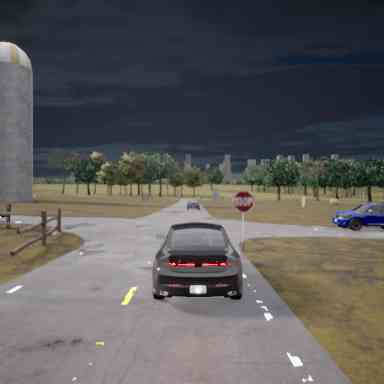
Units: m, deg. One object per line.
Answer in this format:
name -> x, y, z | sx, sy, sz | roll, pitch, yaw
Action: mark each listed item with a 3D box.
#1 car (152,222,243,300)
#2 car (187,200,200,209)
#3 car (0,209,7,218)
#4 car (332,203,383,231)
car -> 0.116, 1.520, 8.427 | 1.837, 1.490, 4.892 | 0, 0, 0
car -> 0.201, 1.947, 52.061 | 1.812, 1.442, 4.674 | 0, -1, 0
car -> -15.217, 1.187, 21.950 | 5.357, 1.411, 2.033 | 2, 0, 0
car -> 13.473, 1.842, 24.780 | 5.566, 2.045, 2.150 | 2, 0, 0
